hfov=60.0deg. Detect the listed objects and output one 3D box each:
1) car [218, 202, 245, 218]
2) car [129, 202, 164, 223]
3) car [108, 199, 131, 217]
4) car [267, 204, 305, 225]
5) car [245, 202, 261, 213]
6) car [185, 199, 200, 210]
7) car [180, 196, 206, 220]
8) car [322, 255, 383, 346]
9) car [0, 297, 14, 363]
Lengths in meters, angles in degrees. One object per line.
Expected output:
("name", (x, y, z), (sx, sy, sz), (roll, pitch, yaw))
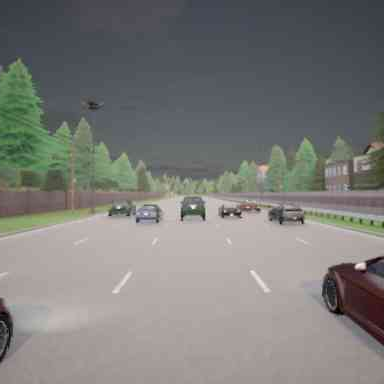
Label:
("car", (3.589, 1.767, 32.116), (1.895, 1.301, 4.718), (0, 0, 0))
("car", (-3.411, 1.688, 27.114), (2.033, 1.411, 5.357), (0, 0, 0))
("car", (-6.912, 1.525, 33.554), (2.097, 1.767, 4.553), (0, 0, 0))
("car", (7.091, 1.624, 25.390), (2.128, 1.511, 4.902), (0, 0, 0))
("car", (7.080, 1.811, 40.654), (1.895, 1.301, 4.718), (0, 0, 0))
("car", (0.084, 1.807, 50.132), (2.033, 1.411, 5.357), (0, 0, 0))
("car", (0.088, 1.378, 29.986), (2.150, 2.045, 5.566), (0, 0, 0))
("car", (3.595, 1.590, 5.017), (1.994, 1.385, 4.181), (0, 0, 0))
("car", (-3.405, 1.541, 2.728), (1.812, 1.442, 4.674), (0, 0, 0))
